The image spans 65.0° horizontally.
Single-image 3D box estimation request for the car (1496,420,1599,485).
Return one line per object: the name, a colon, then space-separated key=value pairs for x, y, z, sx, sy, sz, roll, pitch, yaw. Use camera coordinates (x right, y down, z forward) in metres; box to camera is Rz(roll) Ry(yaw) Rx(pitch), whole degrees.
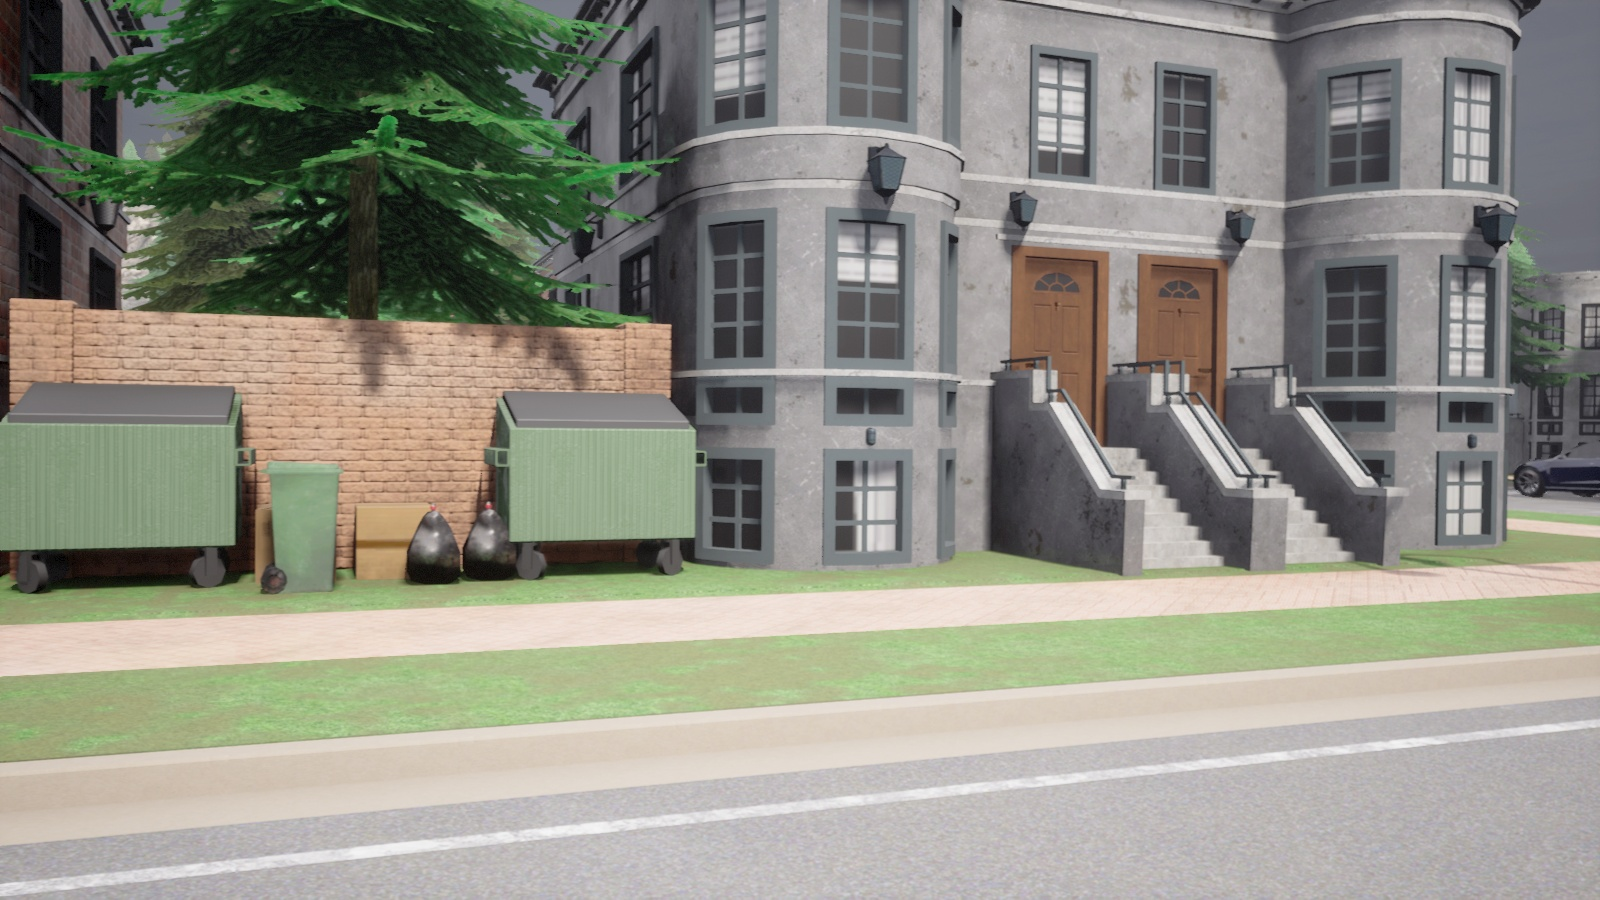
car: x=19.124 y=0.029 z=29.360 sx=2.163 sy=1.488 sz=4.792 roll=-1 pitch=1 yaw=-18
